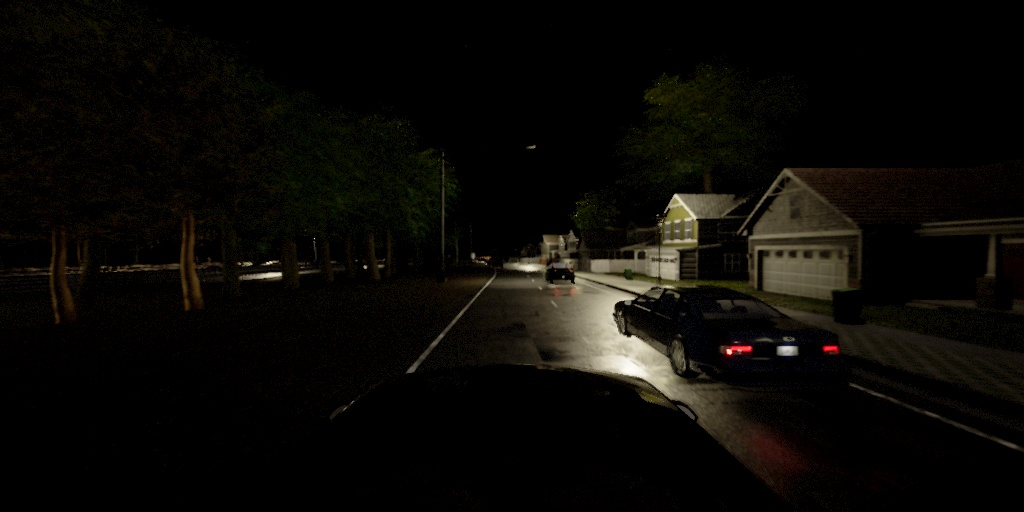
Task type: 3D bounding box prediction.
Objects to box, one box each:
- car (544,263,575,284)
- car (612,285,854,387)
[{"bbox_3d":[3.591,1.259,27.436,2.128,1.511,4.902,0,0,0],"label":"car"},{"bbox_3d":[3.598,1.286,7.209,2.033,1.411,5.357,0,0,0],"label":"car"}]
